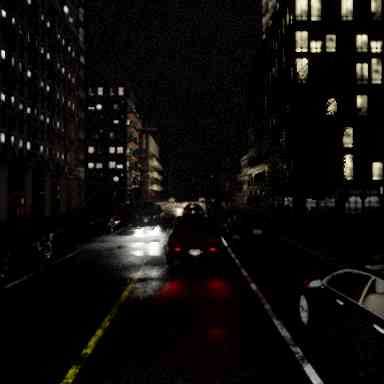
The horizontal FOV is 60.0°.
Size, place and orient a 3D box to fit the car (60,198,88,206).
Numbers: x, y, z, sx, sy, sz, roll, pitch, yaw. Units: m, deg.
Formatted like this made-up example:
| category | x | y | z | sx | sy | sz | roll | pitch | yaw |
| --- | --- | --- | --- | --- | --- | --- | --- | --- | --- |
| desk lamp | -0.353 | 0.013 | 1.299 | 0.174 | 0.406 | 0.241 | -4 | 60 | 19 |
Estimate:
| category | x | y | z | sx | sy | sz | roll | pitch | yaw |
| --- | --- | --- | --- | --- | --- | --- | --- | --- | --- |
| car | -22.953 | 1.938 | 64.823 | 4.829 | 1.417 | 1.752 | 0 | -1 | 0 |

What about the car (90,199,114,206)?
| category | x | y | z | sx | sy | sz | roll | pitch | yaw |
| --- | --- | --- | --- | --- | --- | --- | --- | --- | --- |
| car | -17.461 | 2.005 | 64.835 | 4.206 | 1.307 | 1.802 | 0 | -1 | 0 |

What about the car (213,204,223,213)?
| category | x | y | z | sx | sy | sz | roll | pitch | yaw |
| --- | --- | --- | --- | --- | --- | --- | --- | --- | --- |
| car | 2.663 | 1.714 | 21.267 | 1.947 | 1.339 | 4.313 | 0 | 0 | 0 |

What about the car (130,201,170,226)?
| category | x | y | z | sx | sy | sz | roll | pitch | yaw |
| --- | --- | --- | --- | --- | --- | --- | --- | --- | --- |
| car | -3.098 | 1.666 | 24.820 | 2.128 | 1.511 | 4.902 | 0 | 0 | 0 |

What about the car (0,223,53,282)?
| category | x | y | z | sx | sy | sz | roll | pitch | yaw |
| --- | --- | --- | --- | --- | --- | --- | --- | --- | --- |
| car | -5.685 | 1.634 | 9.916 | 1.947 | 1.339 | 4.313 | 0 | 0 | 0 |

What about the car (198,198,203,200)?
| category | x | y | z | sx | sy | sz | roll | pitch | yaw |
| --- | --- | --- | --- | --- | --- | --- | --- | --- | --- |
| car | 2.700 | 2.210 | 88.979 | 1.752 | 1.417 | 4.829 | 0 | -1 | 0 |

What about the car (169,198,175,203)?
| category | x | y | z | sx | sy | sz | roll | pitch | yaw |
| --- | --- | --- | --- | --- | --- | --- | --- | --- | --- |
| car | -5.681 | 2.256 | 94.177 | 1.752 | 1.417 | 4.829 | 0 | 0 | 0 |

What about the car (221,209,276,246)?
| category | x | y | z | sx | sy | sz | roll | pitch | yaw |
| --- | --- | --- | --- | --- | --- | --- | --- | --- | --- |
| car | 2.663 | 1.673 | 15.578 | 1.947 | 1.339 | 4.313 | 0 | 0 | 0 |

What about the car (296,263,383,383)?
| category | x | y | z | sx | sy | sz | roll | pitch | yaw |
| --- | --- | --- | --- | --- | --- | --- | --- | --- | --- |
| car | 2.664 | 1.580 | 4.201 | 2.008 | 1.369 | 4.403 | 0 | 0 | 0 |

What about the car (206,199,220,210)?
| category | x | y | z | sx | sy | sz | roll | pitch | yaw |
| --- | --- | --- | --- | --- | --- | --- | --- | --- | --- |
| car | 2.664 | 1.856 | 38.334 | 1.802 | 1.307 | 4.206 | 0 | 0 | 0 |

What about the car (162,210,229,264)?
| category | x | y | z | sx | sy | sz | roll | pitch | yaw |
| --- | --- | --- | --- | --- | --- | --- | --- | --- | --- |
| car | 0.094 | 1.609 | 12.062 | 1.812 | 1.442 | 4.674 | 0 | 0 | 0 |

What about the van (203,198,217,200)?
| category | x | y | z | sx | sy | sz | roll | pitch | yaw |
| --- | --- | --- | --- | --- | --- | --- | --- | --- | --- |
| van | 2.665 | 1.658 | 44.025 | 1.690 | 1.788 | 3.998 | 0 | 0 | 0 |

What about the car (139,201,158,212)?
| category | x | y | z | sx | sy | sz | roll | pitch | yaw |
| --- | --- | --- | --- | --- | --- | --- | --- | --- | --- |
| car | -5.683 | 1.884 | 44.049 | 1.947 | 1.339 | 4.313 | 0 | 0 | 0 |

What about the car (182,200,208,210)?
| category | x | y | z | sx | sy | sz | roll | pitch | yaw |
| --- | --- | --- | --- | --- | --- | --- | --- | --- | --- |
| car | 0.103 | 1.765 | 30.766 | 2.033 | 1.411 | 5.357 | 0 | 0 | 0 |

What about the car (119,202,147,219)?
| category | x | y | z | sx | sy | sz | roll | pitch | yaw |
| --- | --- | --- | --- | --- | --- | --- | --- | --- | --- |
| car | -5.684 | 1.777 | 32.672 | 1.887 | 1.381 | 4.507 | 0 | 0 | 0 |

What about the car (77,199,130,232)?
| category | x | y | z | sx | sy | sz | roll | pitch | yaw |
| --- | --- | --- | --- | --- | --- | --- | --- | --- | --- |
| car | -5.683 | 1.464 | 21.296 | 2.192 | 1.841 | 5.009 | 0 | 0 | 0 |
